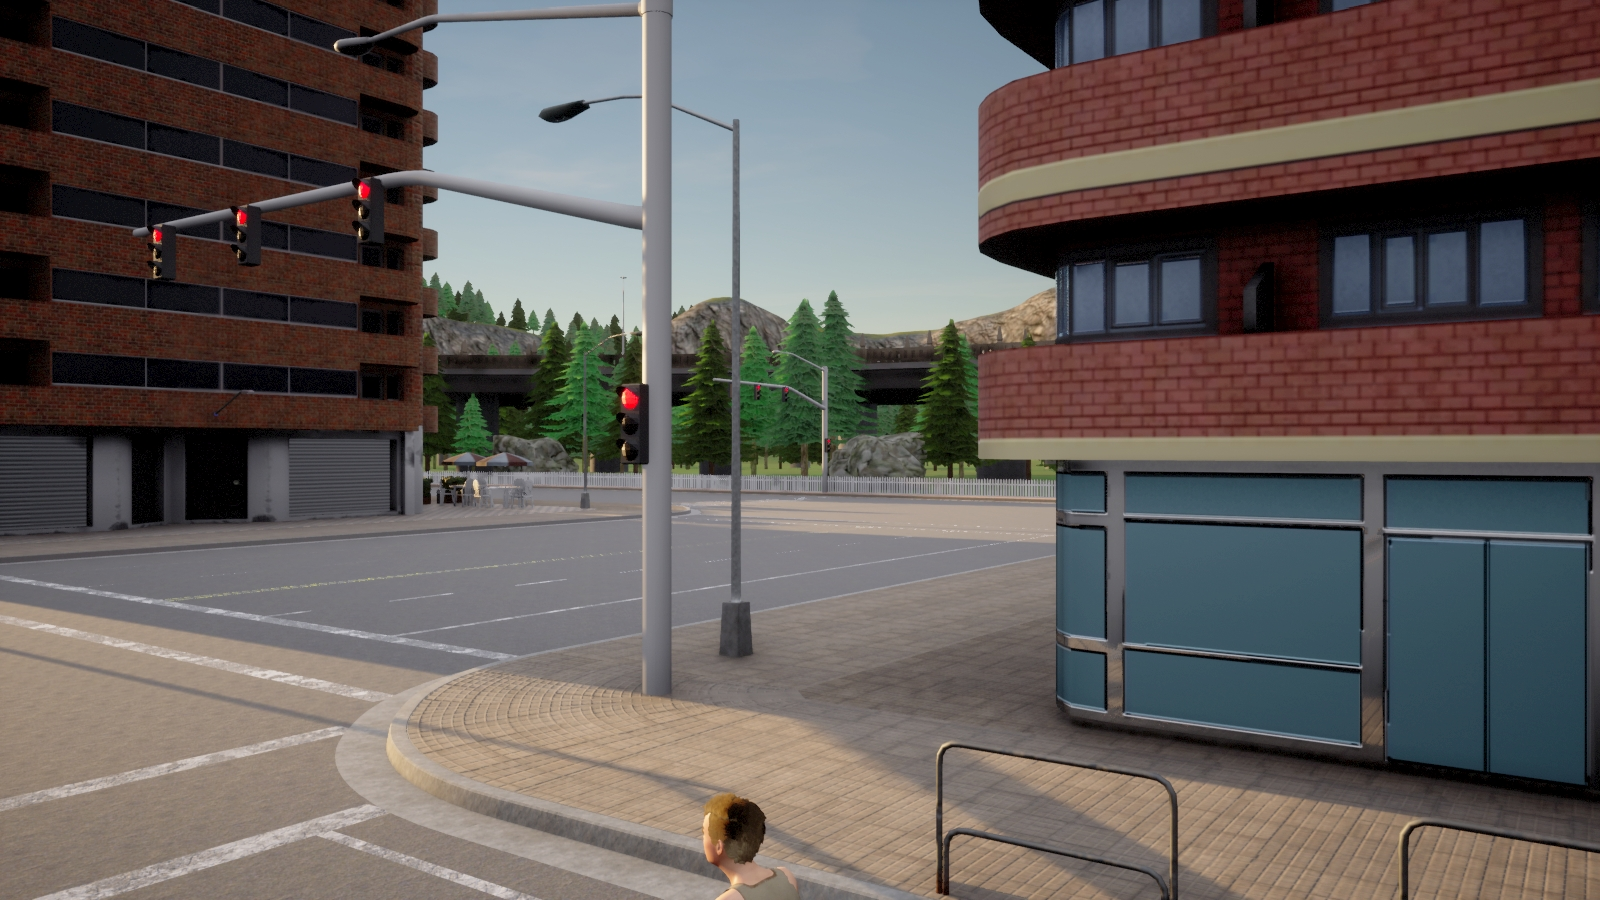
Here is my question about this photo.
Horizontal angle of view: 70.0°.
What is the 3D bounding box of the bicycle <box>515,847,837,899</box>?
[{"bbox_3d":[-0.301,2.233,4.022,1.487,1.126,0.859,0,0,35],"label":"bicycle"}]
